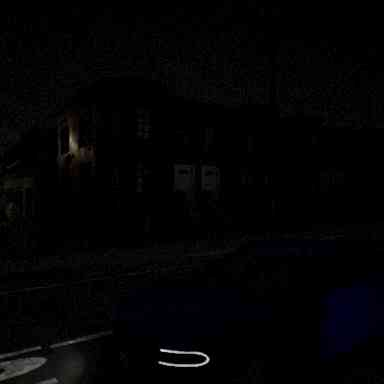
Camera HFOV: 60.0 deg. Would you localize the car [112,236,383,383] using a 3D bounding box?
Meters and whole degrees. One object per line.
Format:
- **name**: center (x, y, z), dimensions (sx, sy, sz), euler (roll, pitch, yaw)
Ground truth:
- **car**: center (1.356, 1.478, 4.874), dimensions (5.008, 1.535, 1.882), euler (0, 0, -34)
